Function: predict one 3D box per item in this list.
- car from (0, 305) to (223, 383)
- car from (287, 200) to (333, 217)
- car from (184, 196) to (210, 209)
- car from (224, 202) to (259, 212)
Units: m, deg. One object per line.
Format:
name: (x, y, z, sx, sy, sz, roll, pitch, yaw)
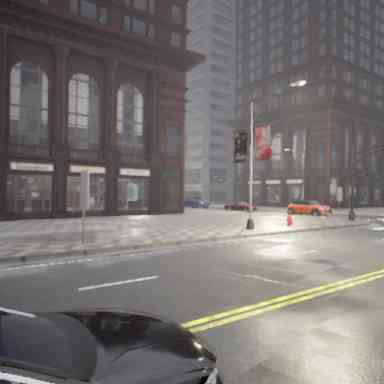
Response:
car: (-1.945, 1.491, 2.054, 4.902, 1.511, 2.128, 0, 0, -36)
car: (12.103, 1.613, 34.220, 2.097, 1.767, 4.553, 1, -1, -35)
car: (0.359, 1.574, 50.743, 2.150, 2.045, 5.566, 1, -1, -35)
car: (6.315, 1.907, 42.346, 1.895, 1.301, 4.718, 1, -1, -35)
